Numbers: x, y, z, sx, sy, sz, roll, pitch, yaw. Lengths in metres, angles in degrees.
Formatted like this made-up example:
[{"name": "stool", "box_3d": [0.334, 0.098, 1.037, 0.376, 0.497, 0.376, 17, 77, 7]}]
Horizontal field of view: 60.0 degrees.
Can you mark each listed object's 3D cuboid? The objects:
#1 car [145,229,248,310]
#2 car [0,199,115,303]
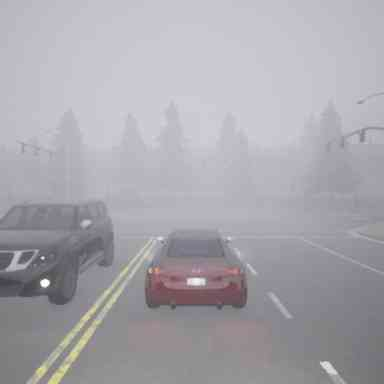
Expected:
[{"name": "car", "box_3d": [0.075, 1.557, 7.897, 1.994, 1.385, 4.181, 0, 0, 0]}, {"name": "car", "box_3d": [-3.540, 1.217, 8.515, 2.150, 2.045, 5.566, 0, 0, 0]}]
